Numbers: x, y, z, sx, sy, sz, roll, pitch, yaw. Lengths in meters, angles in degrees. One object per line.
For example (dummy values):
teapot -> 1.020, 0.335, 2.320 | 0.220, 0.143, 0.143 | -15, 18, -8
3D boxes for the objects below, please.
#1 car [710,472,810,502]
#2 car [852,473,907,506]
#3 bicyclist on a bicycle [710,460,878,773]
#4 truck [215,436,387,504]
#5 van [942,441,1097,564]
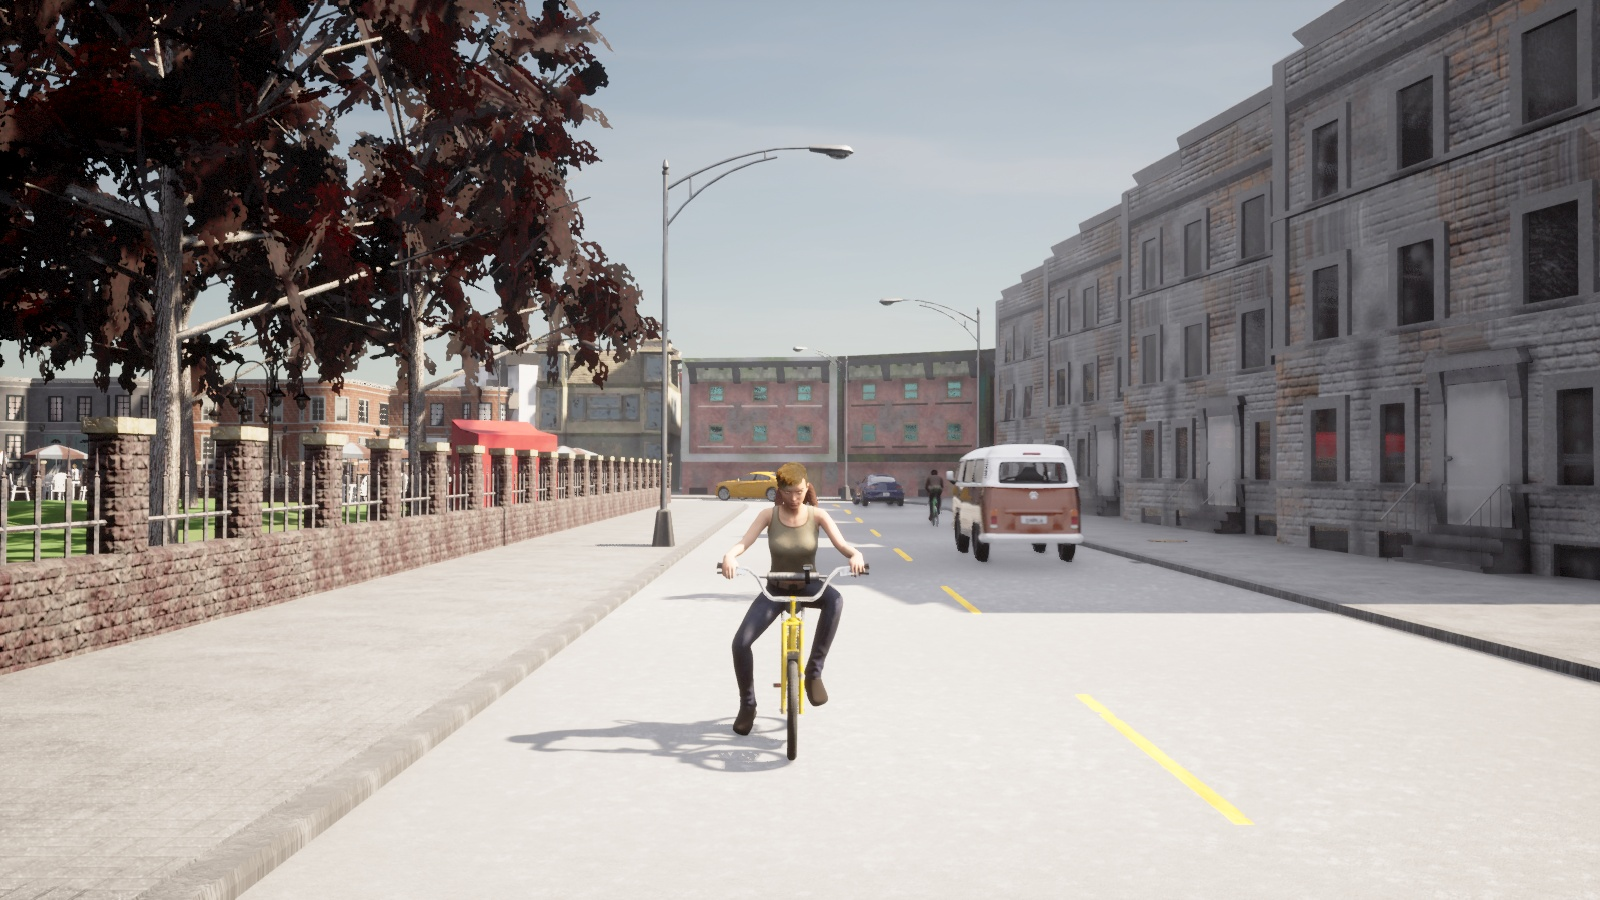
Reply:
car -> -2.115, 1.895, 65.215 | 5.008, 1.535, 1.882 | -1, -1, 33
car -> 3.589, 1.788, 57.350 | 1.812, 1.442, 4.674 | 0, -1, -5
bicyclist on a bicycle -> -0.034, 0.873, 7.261 | 0.866, 1.612, 1.509 | 0, -1, 0
truck -> -26.305, 1.051, 66.468 | 7.936, 3.462, 2.891 | 0, -1, 0
van -> 3.918, 0.911, 23.223 | 2.069, 2.038, 4.480 | 0, -1, 0
